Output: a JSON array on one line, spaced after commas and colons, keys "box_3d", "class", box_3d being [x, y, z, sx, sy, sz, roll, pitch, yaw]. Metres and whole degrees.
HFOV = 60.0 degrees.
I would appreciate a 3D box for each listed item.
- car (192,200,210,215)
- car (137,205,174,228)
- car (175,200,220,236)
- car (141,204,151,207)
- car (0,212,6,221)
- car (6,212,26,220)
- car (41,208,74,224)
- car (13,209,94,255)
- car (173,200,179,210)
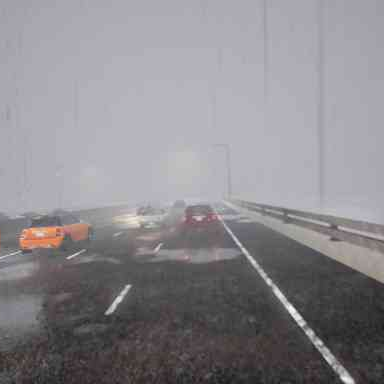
[{"box_3d": [1.076, 1.722, 37.928, 1.812, 1.442, 4.674, -4, 0, 2], "class": "car"}, {"box_3d": [-2.837, 1.968, 25.938, 1.895, 1.301, 4.718, -4, 0, 2], "class": "car"}, {"box_3d": [0.443, 1.451, 19.575, 2.097, 1.767, 4.553, -4, -1, 2], "class": "car"}, {"box_3d": [-5.728, 2.253, 42.364, 1.994, 1.385, 4.181, -4, 0, 2], "class": "car"}, {"box_3d": [-23.525, 3.211, 39.103, 2.097, 1.767, 4.553, -4, -1, 2], "class": "car"}, {"box_3d": [-19.969, 3.155, 40.312, 1.812, 1.442, 4.674, -4, -1, 2], "class": "car"}, {"box_3d": [-16.455, 2.903, 40.946, 1.837, 1.490, 4.892, -4, 0, 2], "class": "car"}, {"box_3d": [-6.608, 1.905, 16.723, 2.097, 1.767, 4.553, -4, 0, 1], "class": "car"}, {"box_3d": [-1.824, 2.010, 51.778, 1.837, 1.490, 4.892, -4, 0, 3], "class": "car"}]
